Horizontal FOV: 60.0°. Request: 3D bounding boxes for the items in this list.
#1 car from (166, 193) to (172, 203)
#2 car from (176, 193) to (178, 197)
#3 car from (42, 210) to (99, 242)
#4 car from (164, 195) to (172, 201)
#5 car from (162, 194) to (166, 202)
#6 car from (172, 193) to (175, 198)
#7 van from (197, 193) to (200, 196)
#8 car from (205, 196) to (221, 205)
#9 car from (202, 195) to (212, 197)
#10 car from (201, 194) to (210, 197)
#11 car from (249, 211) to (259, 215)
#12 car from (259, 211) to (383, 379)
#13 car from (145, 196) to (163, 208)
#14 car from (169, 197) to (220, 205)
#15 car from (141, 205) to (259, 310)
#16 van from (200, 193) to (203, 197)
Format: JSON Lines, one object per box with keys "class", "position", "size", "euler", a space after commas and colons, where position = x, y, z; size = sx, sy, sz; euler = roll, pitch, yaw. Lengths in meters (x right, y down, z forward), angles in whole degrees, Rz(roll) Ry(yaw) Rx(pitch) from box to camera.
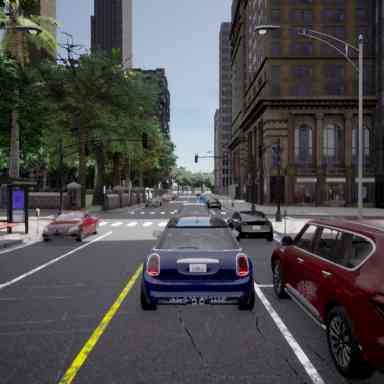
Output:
{"class": "car", "position": [-5.762, 1.396, 69.860], "size": [1.967, 1.590, 4.097], "euler": [0, 0, 0]}
{"class": "car", "position": [-5.760, 1.239, 91.541], "size": [2.192, 1.841, 5.009], "euler": [0, 0, 0]}
{"class": "car", "position": [-5.765, 1.578, 16.319], "size": [1.802, 1.307, 4.206], "euler": [0, 0, 0]}
{"class": "car", "position": [-5.761, 1.466, 80.531], "size": [1.752, 1.417, 4.829], "euler": [0, 0, 0]}
{"class": "car", "position": [-5.763, 1.414, 53.598], "size": [1.967, 1.590, 4.097], "euler": [0, 0, 0]}
{"class": "car", "position": [-5.762, 1.264, 75.280], "size": [2.192, 1.841, 5.009], "euler": [0, 0, 0]}
{"class": "van", "position": [2.764, 1.282, 80.680], "size": [1.690, 1.788, 3.998], "euler": [0, 0, 0]}
{"class": "car", "position": [2.762, 1.547, 42.738], "size": [1.947, 1.339, 4.313], "euler": [0, 0, 0]}
{"class": "car", "position": [2.762, 1.544, 48.158], "size": [1.947, 1.339, 4.313], "euler": [0, 0, 0]}
{"class": "car", "position": [2.763, 1.499, 53.748], "size": [1.752, 1.417, 4.829], "euler": [0, 0, 0]}
{"class": "car", "position": [2.760, 1.562, 16.301], "size": [1.947, 1.339, 4.313], "euler": [0, 0, 0]}
{"class": "car", "position": [2.758, 1.314, 5.450], "size": [2.192, 1.841, 5.009], "euler": [0, 0, 0]}
{"class": "car", "position": [-5.763, 1.529, 48.178], "size": [2.008, 1.369, 4.403], "euler": [0, 0, 0]}
{"class": "car", "position": [0.102, 1.348, 17.484], "size": [2.097, 1.767, 4.553], "euler": [0, 0, 0]}
{"class": "car", "position": [0.103, 1.351, 7.950], "size": [2.097, 1.767, 4.553], "euler": [0, 0, 0]}
{"class": "van", "position": [2.762, 1.309, 58.999], "size": [1.690, 1.788, 3.998], "euler": [0, 0, 0]}
